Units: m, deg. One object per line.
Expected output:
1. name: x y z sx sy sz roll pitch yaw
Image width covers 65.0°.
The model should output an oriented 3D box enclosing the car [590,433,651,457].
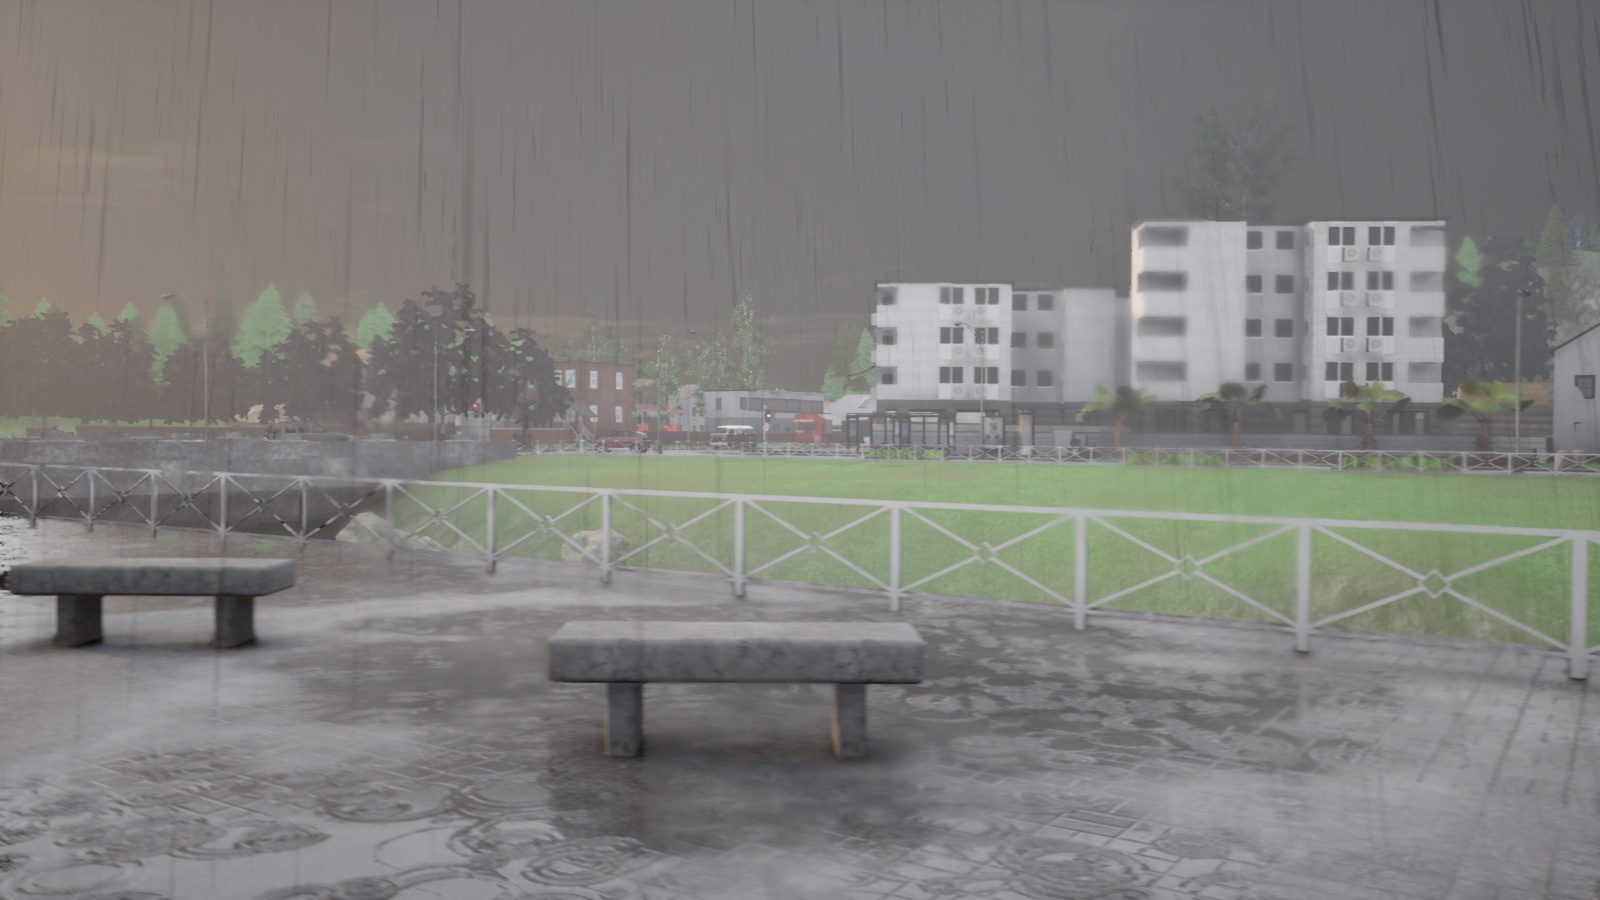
1. car: -12.099 -0.336 84.659 3.705 1.549 1.789 0 0 11

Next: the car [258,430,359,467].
1. car: -25.800 -0.119 66.019 1.932 1.855 4.605 0 1 35
